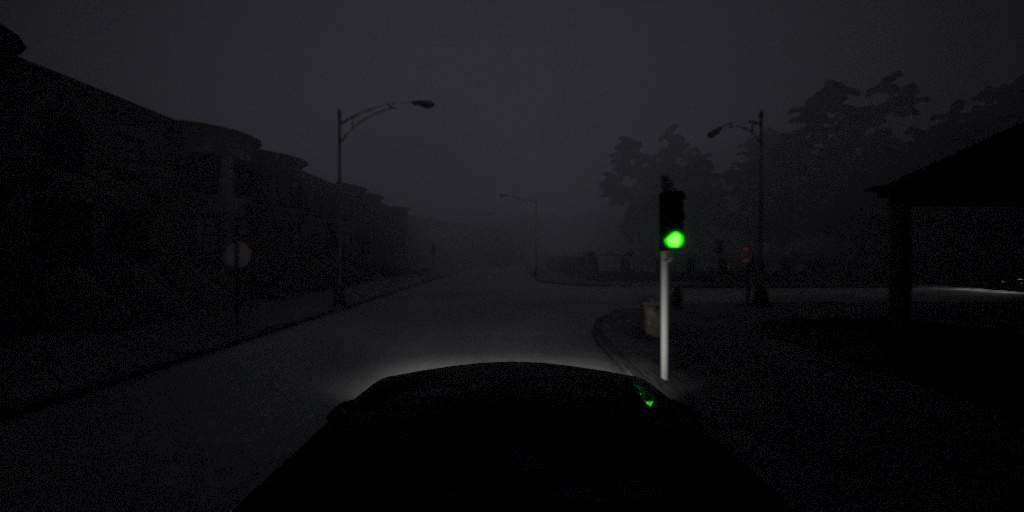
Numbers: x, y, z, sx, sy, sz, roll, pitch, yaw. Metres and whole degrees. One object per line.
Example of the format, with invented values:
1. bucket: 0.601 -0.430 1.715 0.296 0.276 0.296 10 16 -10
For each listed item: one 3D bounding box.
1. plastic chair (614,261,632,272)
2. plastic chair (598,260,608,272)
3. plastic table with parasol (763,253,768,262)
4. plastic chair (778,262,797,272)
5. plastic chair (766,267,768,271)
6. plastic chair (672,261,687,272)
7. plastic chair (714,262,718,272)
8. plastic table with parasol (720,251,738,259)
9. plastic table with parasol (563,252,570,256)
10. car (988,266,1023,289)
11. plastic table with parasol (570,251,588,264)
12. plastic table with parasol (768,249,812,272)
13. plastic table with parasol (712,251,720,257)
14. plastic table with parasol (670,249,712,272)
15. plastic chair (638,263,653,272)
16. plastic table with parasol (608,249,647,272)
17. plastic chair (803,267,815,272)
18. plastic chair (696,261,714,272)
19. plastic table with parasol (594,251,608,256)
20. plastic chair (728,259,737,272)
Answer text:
1. plastic chair: 9.037 1.279 29.285 0.730 1.272 0.750 0 0 -40
2. plastic chair: 8.597 1.230 33.775 0.730 1.272 0.750 0 0 -40
3. plastic table with parasol: 26.477 0.620 35.643 2.482 2.480 2.482 0 0 -40
4. plastic chair: 22.715 1.228 29.567 0.730 1.272 0.750 0 0 -39
5. plastic chair: 23.001 1.206 31.342 0.750 1.272 0.730 0 0 -40
6. plastic chair: 14.267 1.258 30.286 0.730 1.272 0.750 0 0 -40
7. plastic chair: 19.152 1.234 34.066 0.750 1.272 0.730 0 0 -35
8. plastic table with parasol: 22.057 0.541 38.287 2.482 2.480 2.482 0 0 -39
9. plastic table with parasol: 9.224 0.614 56.305 2.482 2.480 2.482 0 0 0
10. car: 30.423 1.216 20.444 4.892 1.490 1.837 0 0 0
11. plastic table with parasol: 10.020 0.527 48.609 2.482 2.480 2.482 0 0 -38
12. plastic table with parasol: 23.740 0.622 30.322 2.482 2.480 2.482 0 0 -40
13. plastic table with parasol: 18.264 0.600 35.018 2.482 2.480 2.482 0 0 -42
14. plastic table with parasol: 15.298 0.640 31.030 2.482 2.480 2.482 0 0 -40
15. plastic chair: 10.970 1.279 29.056 0.750 1.272 0.730 0 0 -35
16. plastic table with parasol: 10.068 0.673 30.030 2.482 2.480 2.482 0 0 -40
17. plastic chair: 24.640 1.256 29.349 0.750 1.272 0.730 0 0 -35
18. plastic chair: 16.200 1.247 30.057 0.750 1.272 0.730 0 0 -35
19. plastic table with parasol: 9.627 0.628 34.519 2.482 2.480 2.482 0 0 -40
20. plastic chair: 22.901 1.210 37.295 0.750 1.272 0.730 0 0 -34
